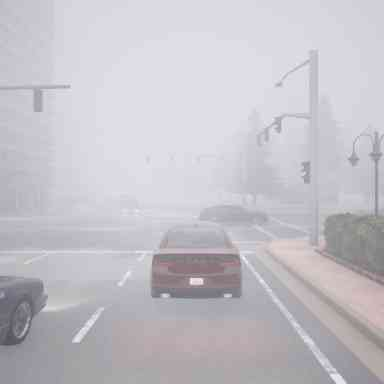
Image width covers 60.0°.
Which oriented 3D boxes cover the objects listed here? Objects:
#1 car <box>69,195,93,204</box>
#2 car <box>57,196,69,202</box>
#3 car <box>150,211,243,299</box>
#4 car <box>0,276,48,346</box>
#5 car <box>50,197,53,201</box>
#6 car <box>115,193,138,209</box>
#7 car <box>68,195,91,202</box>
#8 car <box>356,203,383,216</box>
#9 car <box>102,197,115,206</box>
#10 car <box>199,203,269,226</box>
[{"bbox_3d":[-21.375,1.491,65.269,4.902,1.511,2.128,0,0,40],"label":"car"},{"bbox_3d":[-27.152,1.540,73.161,5.357,1.411,2.033,0,0,24],"label":"car"},{"bbox_3d":[0.094,1.478,8.536,1.882,1.535,5.008,0,0,0],"label":"car"},{"bbox_3d":[-3.428,1.547,3.309,2.033,1.411,5.357,0,0,0],"label":"car"},{"bbox_3d":[-35.598,1.468,79.847,4.181,1.385,1.994,0,0,9],"label":"car"},{"bbox_3d":[-9.042,1.221,46.690,2.150,2.045,5.566,0,0,-20],"label":"car"},{"bbox_3d":[-25.773,1.478,76.370,5.008,1.535,1.882,0,0,24],"label":"car"},{"bbox_3d":[15.618,1.581,26.570,4.674,1.442,1.812,0,0,0],"label":"car"},{"bbox_3d":[-13.588,1.547,56.329,2.033,1.411,5.357,0,0,-34],"label":"car"},{"bbox_3d":[2.841,1.544,22.994,4.892,1.490,1.837,0,0,0],"label":"car"}]
